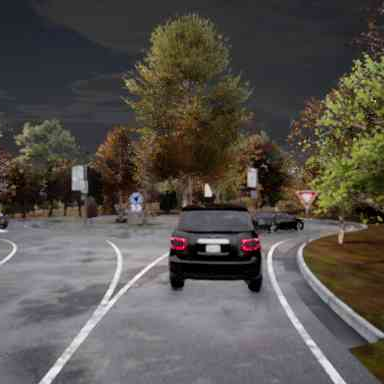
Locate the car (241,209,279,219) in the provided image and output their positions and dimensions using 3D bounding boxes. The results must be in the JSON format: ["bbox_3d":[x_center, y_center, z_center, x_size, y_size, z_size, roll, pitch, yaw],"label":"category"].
[{"bbox_3d":[9.738,3.145,48.045,2.033,1.411,5.357,2,-3,-40],"label":"car"}]

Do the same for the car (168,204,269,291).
[{"bbox_3d":[0.752,1.359,9.597,2.150,2.045,5.566,0,-2,7],"label":"car"}]

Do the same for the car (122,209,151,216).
[{"bbox_3d":[-9.013,3.222,52.992,4.718,1.301,1.895,1,-3,-17],"label":"car"}]

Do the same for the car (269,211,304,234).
[{"bbox_3d":[6.175,2.175,24.351,4.902,1.511,2.128,2,-3,-36],"label":"car"}]

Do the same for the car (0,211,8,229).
[{"bbox_3d":[-16.927,2.369,28.482,1.812,1.442,4.674,1,-2,-31],"label":"car"}]
